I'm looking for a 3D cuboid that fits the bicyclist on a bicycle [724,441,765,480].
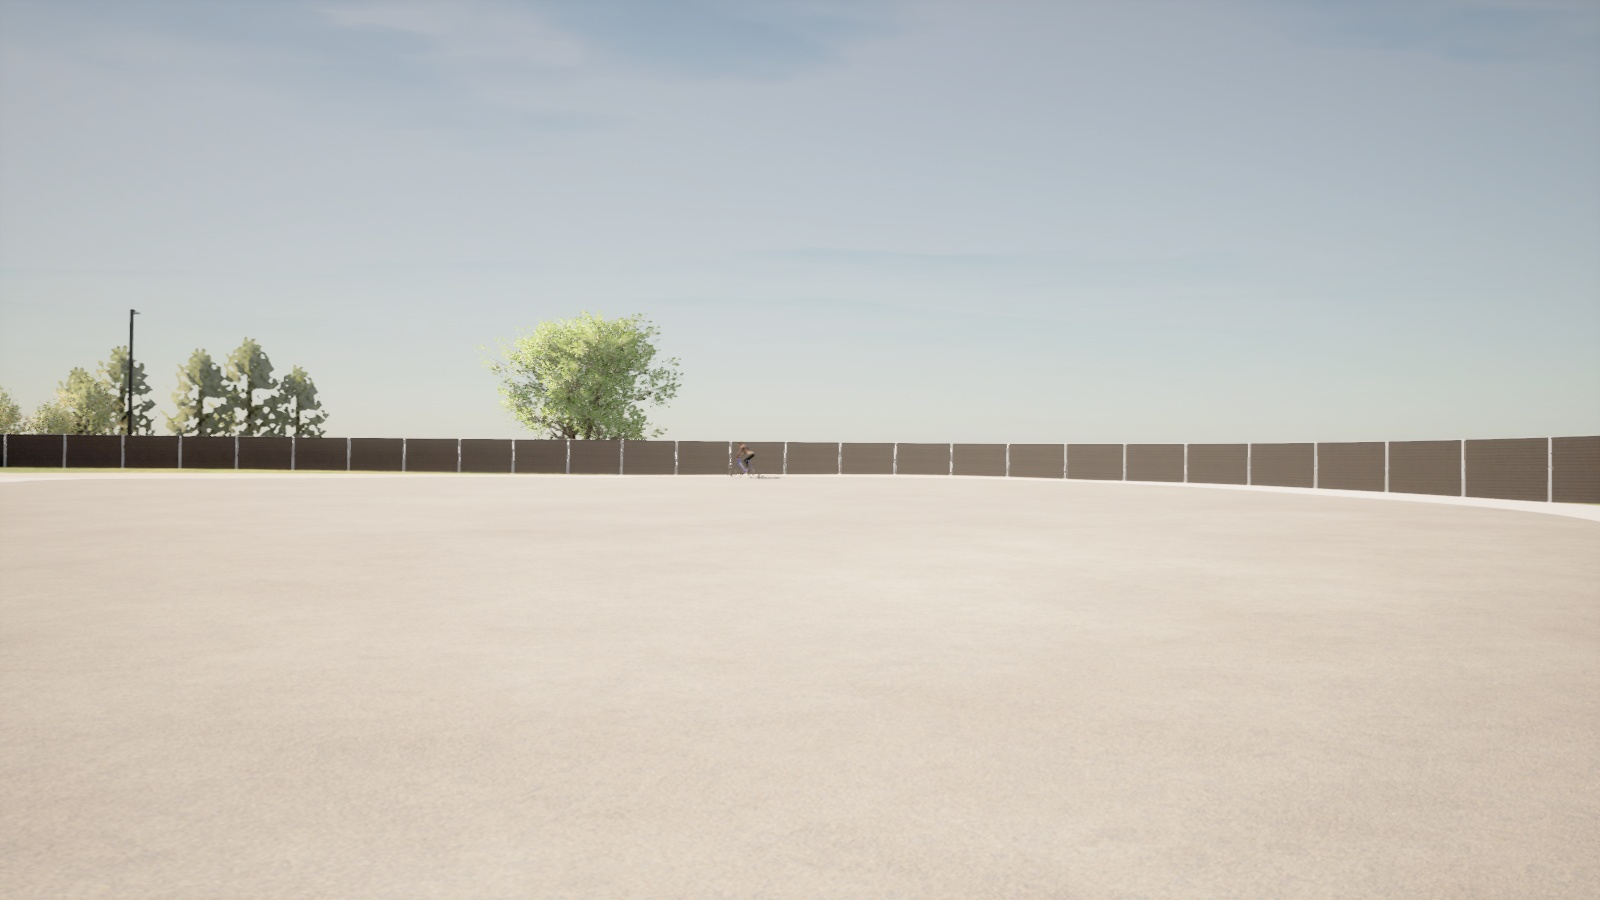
[{"bbox_3d":[-2.356,0.450,53.423,1.656,1.620,0.582,-1,1,34],"label":"bicyclist on a bicycle"}]
